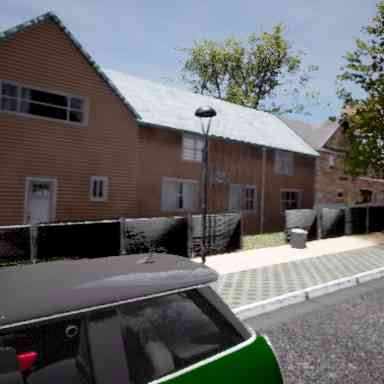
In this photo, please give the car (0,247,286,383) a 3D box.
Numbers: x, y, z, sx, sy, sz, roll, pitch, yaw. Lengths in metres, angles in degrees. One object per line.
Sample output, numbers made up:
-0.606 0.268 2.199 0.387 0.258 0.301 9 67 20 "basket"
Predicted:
-1.499 1.351 1.999 4.553 1.767 2.097 0 0 -35 "car"
